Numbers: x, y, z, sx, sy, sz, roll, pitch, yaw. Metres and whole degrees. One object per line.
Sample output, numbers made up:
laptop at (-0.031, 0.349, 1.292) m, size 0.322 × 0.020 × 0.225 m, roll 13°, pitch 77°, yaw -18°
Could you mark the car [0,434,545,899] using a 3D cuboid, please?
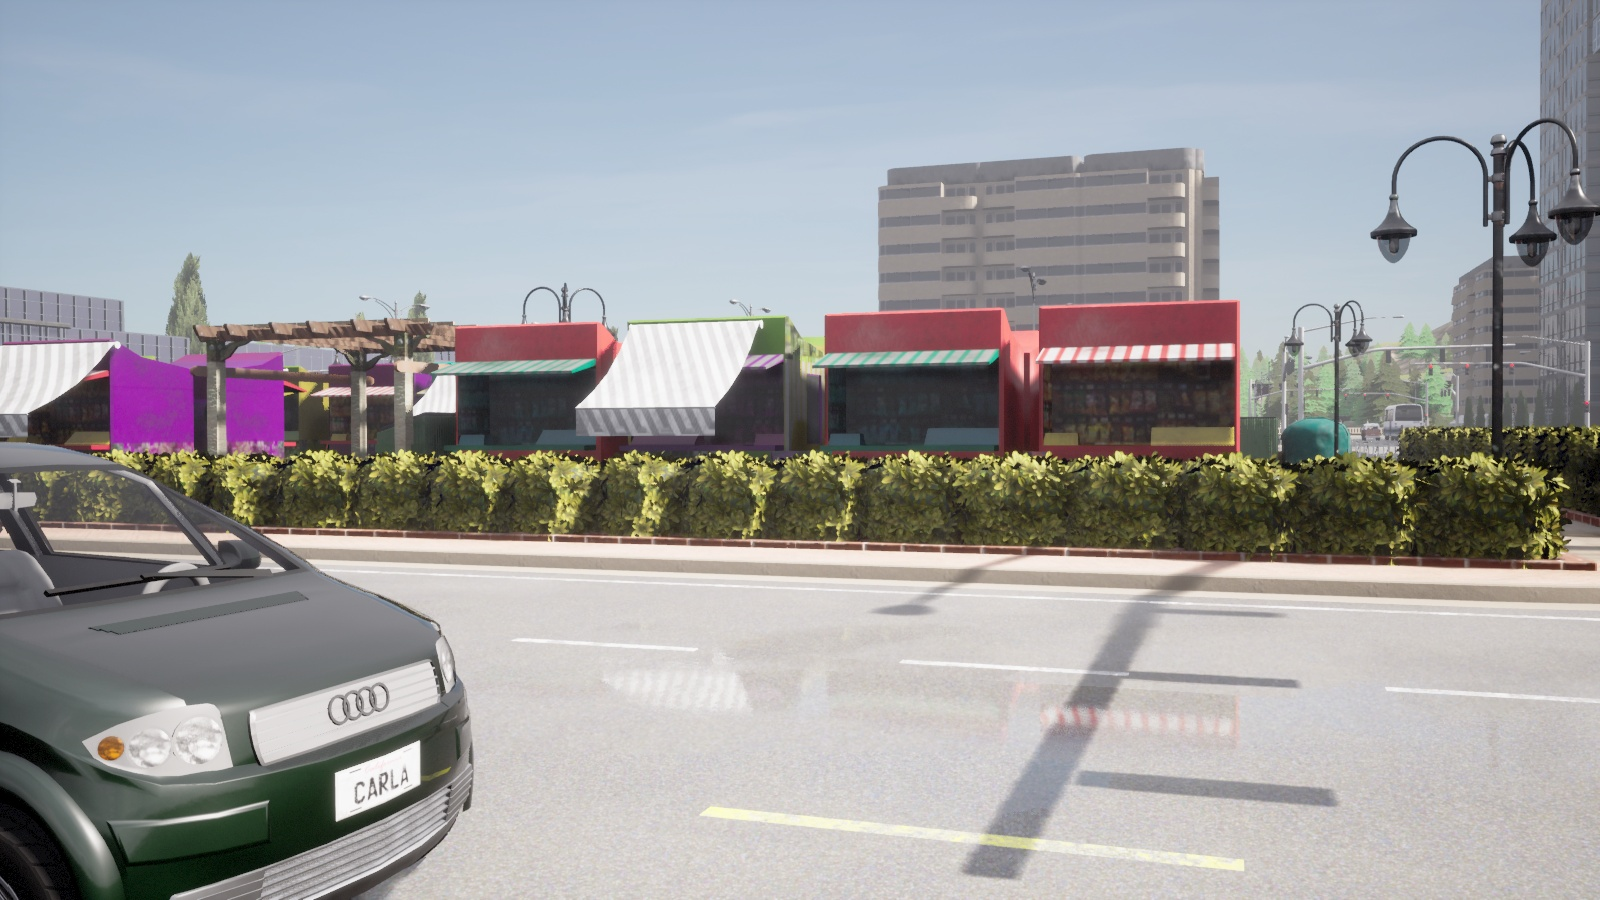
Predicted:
car at (-2.942, 0.727, 4.181) m, size 3.705 × 1.549 × 1.789 m, roll 0°, pitch 1°, yaw 19°
